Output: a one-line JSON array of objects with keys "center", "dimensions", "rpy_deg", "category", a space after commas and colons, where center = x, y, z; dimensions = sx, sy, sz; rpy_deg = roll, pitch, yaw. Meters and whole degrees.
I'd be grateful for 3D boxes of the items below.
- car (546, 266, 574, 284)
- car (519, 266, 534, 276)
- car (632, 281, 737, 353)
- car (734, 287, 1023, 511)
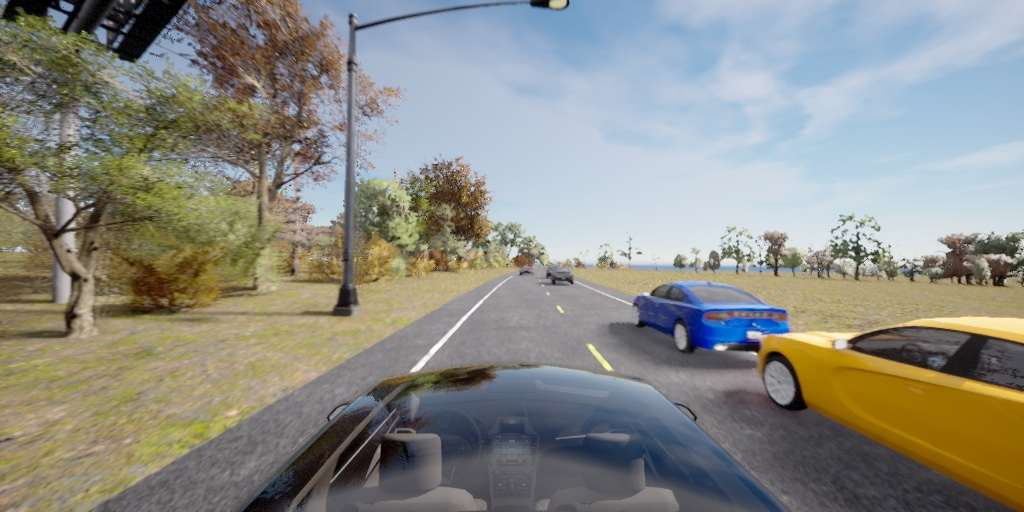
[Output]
[{"center": [4.465, 1.732, 32.452], "dimensions": [2.128, 1.511, 4.902], "rpy_deg": [1, -1, 3], "category": "car"}, {"center": [2.106, 2.090, 51.363], "dimensions": [1.994, 1.385, 4.181], "rpy_deg": [1, -1, 4], "category": "car"}, {"center": [4.639, 1.372, 9.256], "dimensions": [1.882, 1.535, 5.008], "rpy_deg": [1, -1, 1], "category": "car"}, {"center": [4.536, 1.298, 3.277], "dimensions": [1.882, 1.535, 5.008], "rpy_deg": [1, -1, 1], "category": "car"}]
